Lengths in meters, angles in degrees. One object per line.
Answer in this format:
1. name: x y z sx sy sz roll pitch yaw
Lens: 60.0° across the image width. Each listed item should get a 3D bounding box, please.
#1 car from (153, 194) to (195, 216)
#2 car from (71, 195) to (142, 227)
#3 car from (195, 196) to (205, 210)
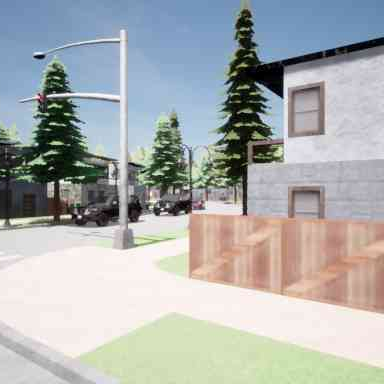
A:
1. car: -1.830 1.202 32.509 2.150 2.045 5.566 0 0 18
2. car: -5.715 1.202 23.130 2.150 2.045 5.566 0 0 27
3. car: 0.419 1.333 42.111 2.097 1.767 4.553 0 0 9
